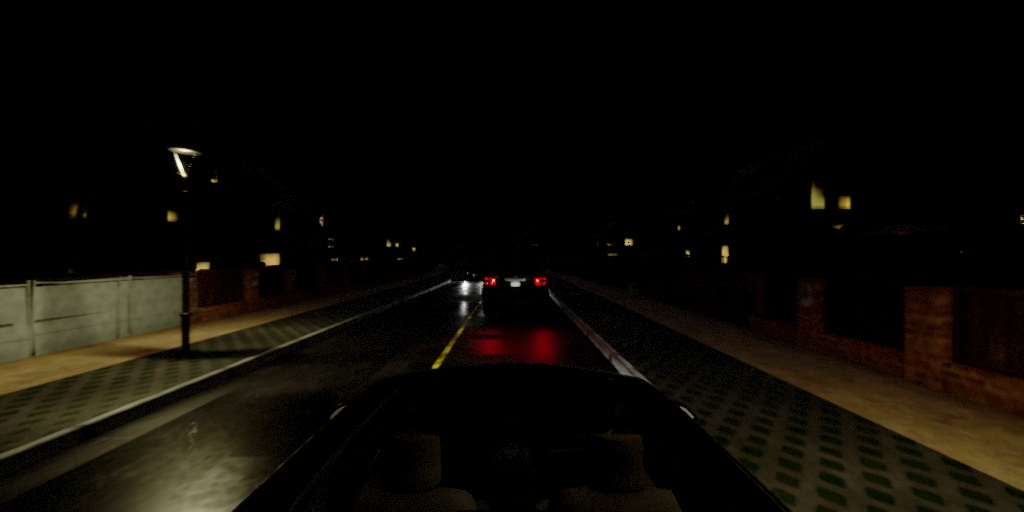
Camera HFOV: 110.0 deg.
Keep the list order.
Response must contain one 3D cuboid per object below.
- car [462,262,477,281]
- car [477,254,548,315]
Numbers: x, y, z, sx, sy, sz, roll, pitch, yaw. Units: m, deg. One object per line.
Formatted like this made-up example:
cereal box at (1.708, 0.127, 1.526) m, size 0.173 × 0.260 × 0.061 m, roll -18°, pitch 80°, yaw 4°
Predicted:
car at (-3.074, 1.245, 30.327) m, size 1.837 × 1.490 × 4.892 m, roll 0°, pitch 0°, yaw -2°
car at (0.109, 0.959, 13.647) m, size 2.150 × 2.045 × 5.566 m, roll 0°, pitch 0°, yaw 0°
